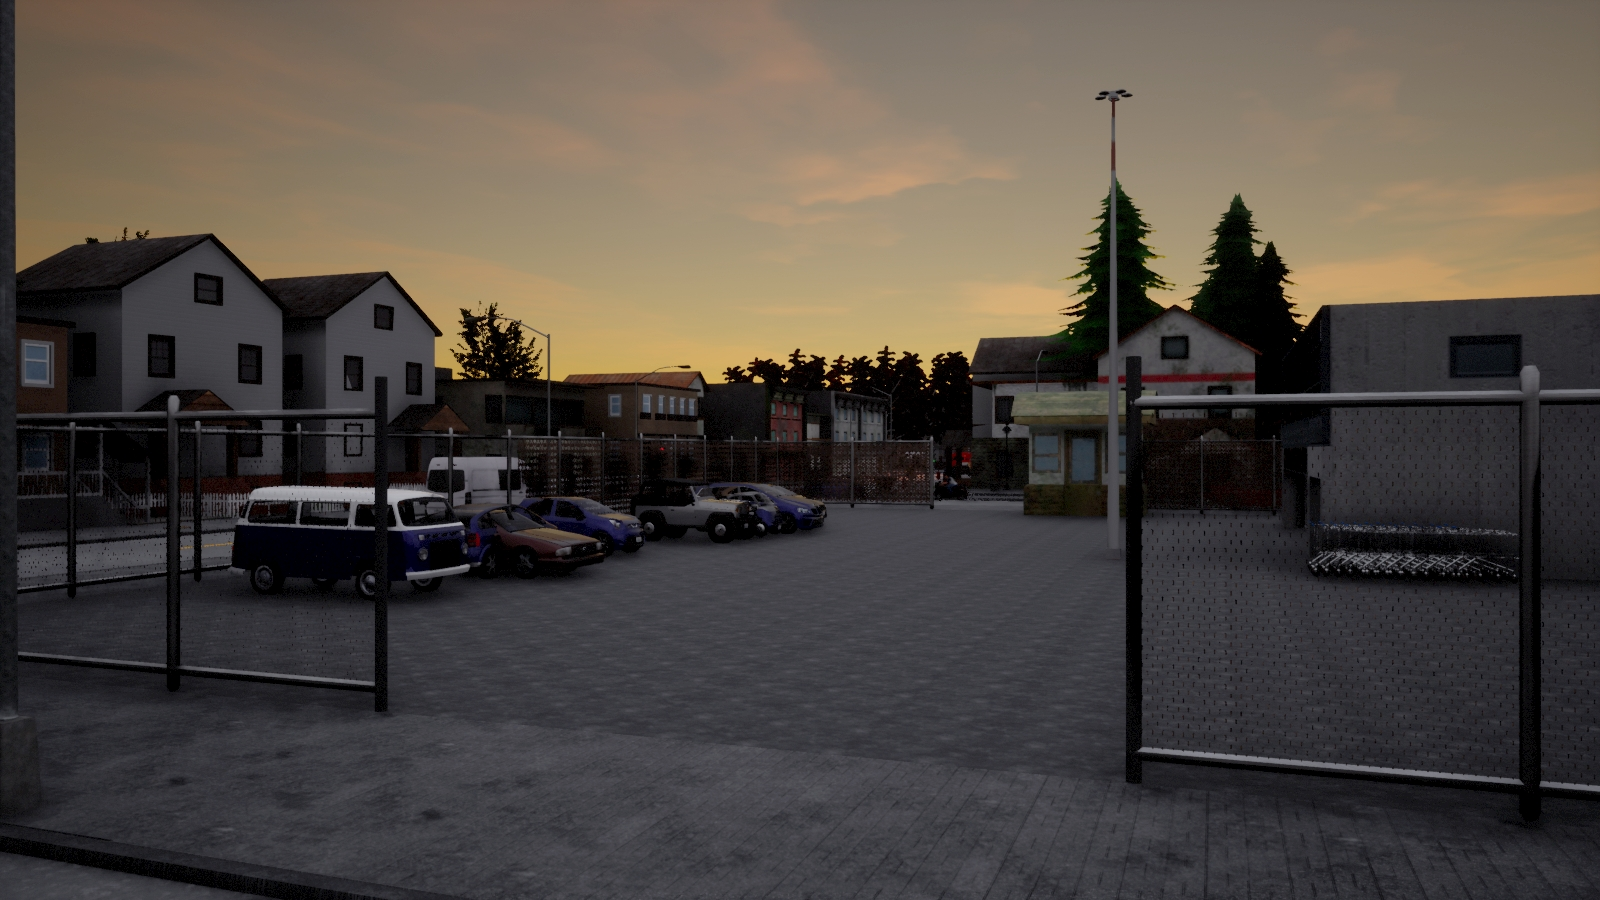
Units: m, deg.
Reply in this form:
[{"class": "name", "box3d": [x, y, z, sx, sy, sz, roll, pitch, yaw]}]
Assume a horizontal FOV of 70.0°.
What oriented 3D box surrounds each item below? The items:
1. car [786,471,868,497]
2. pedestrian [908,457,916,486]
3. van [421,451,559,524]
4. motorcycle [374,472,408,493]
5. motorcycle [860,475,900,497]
[{"class": "car", "box3d": [1.545, 1.902, 64.509, 4.181, 1.385, 1.994, 0, 0, 20]}, {"class": "pedestrian", "box3d": [7.257, 1.403, 73.986, 0.375, 1.860, 0.375, 0, 0, -15]}, {"class": "van", "box3d": [-11.617, 1.319, 43.358, 1.988, 2.561, 5.915, 0, 0, 20]}, {"class": "motorcycle", "box3d": [-24.974, 1.970, 69.787, 1.805, 1.236, 0.856, 0, 0, 19]}, {"class": "motorcycle", "box3d": [4.440, 1.996, 63.497, 2.033, 1.145, 0.803, 0, 0, 20]}]
